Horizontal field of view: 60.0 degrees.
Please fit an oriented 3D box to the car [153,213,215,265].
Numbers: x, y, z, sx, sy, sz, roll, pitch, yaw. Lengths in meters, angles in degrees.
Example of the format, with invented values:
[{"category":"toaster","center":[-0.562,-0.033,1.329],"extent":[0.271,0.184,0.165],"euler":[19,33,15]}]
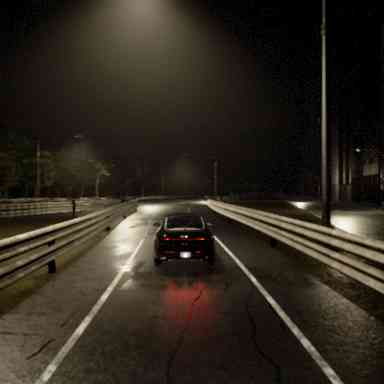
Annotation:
[{"category":"car","center":[-0.304,1.505,11.706],"extent":[1.837,1.490,4.892],"euler":[0,0,-3]}]
